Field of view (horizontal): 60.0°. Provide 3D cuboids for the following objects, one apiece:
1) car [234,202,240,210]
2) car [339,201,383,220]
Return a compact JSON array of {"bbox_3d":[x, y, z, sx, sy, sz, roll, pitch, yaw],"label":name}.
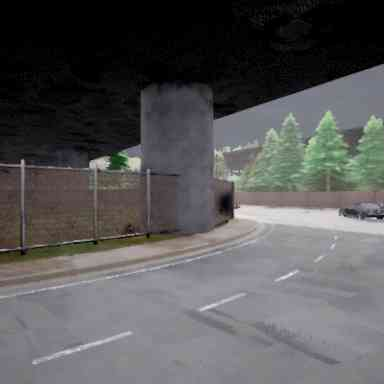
[{"bbox_3d":[5.097,1.839,47.956,1.994,1.385,4.181,0,0,-30],"label":"car"},{"bbox_3d":[14.939,1.668,29.221,2.033,1.411,5.357,0,0,-1],"label":"car"}]
